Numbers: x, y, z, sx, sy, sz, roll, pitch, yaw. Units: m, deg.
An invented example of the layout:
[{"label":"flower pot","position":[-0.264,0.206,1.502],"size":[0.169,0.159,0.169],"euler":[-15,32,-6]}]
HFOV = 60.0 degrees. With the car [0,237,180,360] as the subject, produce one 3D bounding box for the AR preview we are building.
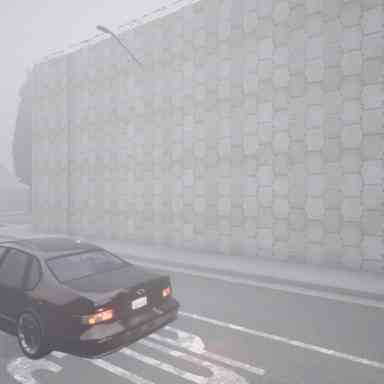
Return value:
[{"label":"car","position":[-2.760,1.547,5.950],"size":[5.357,1.411,2.033],"euler":[0,0,35]}]
